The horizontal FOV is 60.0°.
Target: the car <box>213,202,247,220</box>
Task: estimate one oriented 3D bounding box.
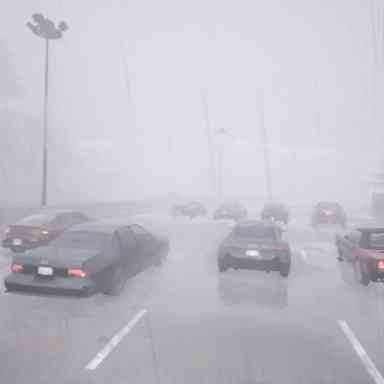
[{"bbox_3d":[3.083,1.485,26.212,1.994,1.385,4.181,1,0,20],"label":"car"}]

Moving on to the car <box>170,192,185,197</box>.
[{"bbox_3d":[-1.411,1.216,58.026,1.994,1.385,4.181,1,0,30],"label":"car"}]

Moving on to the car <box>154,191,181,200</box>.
[{"bbox_3d":[-3.909,0.807,60.712,2.150,2.045,5.566,1,0,31],"label":"car"}]

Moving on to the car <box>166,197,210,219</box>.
[{"bbox_3d":[-0.198,1.371,27.425,1.812,1.442,4.674,1,0,20],"label":"car"}]

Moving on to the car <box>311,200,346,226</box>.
[{"bbox_3d":[9.469,1.423,23.283,2.097,1.767,4.553,1,0,20],"label":"car"}]

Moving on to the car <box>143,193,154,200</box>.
[{"bbox_3d":[-7.090,1.014,62.213,1.837,1.490,4.892,1,0,30],"label":"car"}]

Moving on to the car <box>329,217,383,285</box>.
[{"bbox_3d":[5.342,1.662,9.365,1.895,1.301,4.718,1,0,14],"label":"car"}]

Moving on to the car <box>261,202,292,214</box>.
[{"bbox_3d":[6.223,1.503,24.612,1.837,1.490,4.892,1,1,20],"label":"car"}]

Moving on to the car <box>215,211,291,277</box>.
[{"bbox_3d":[2.024,1.546,10.476,1.994,1.385,4.181,1,0,14],"label":"car"}]

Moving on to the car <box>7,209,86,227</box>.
[{"bbox_3d":[-4.734,1.359,12.283,1.812,1.442,4.674,1,0,14],"label":"car"}]

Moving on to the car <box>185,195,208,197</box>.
[{"bbox_3d":[1.359,1.215,55.843,2.128,1.511,4.902,1,0,30],"label":"car"}]

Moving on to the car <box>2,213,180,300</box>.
[{"bbox_3d":[-2.084,1.457,8.411,2.033,1.411,5.357,1,0,13],"label":"car"}]
